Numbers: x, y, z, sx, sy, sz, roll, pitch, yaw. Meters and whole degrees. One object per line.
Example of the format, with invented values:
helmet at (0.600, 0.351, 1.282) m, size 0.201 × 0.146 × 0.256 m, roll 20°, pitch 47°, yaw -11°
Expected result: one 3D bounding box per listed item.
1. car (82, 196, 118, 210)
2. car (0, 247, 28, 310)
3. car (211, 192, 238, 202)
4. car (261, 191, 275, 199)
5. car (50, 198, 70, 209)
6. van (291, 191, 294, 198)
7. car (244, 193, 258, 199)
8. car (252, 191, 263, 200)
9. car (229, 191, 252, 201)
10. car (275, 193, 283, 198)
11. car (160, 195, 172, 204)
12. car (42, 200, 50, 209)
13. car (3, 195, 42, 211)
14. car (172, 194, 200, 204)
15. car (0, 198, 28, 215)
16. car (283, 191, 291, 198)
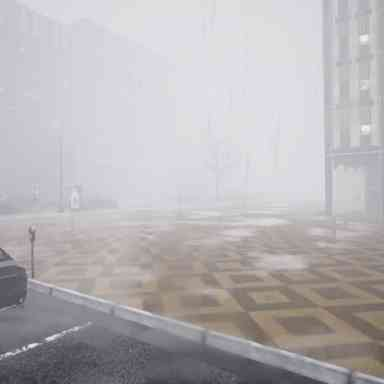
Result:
car at (-10.267, 1.186, 37.292) m, size 1.967 × 1.590 × 4.097 m, roll -1°, pitch 0°, yaw 36°
car at (-4.979, 1.553, 6.595) m, size 4.403 × 1.369 × 2.008 m, roll 0°, pitch -1°, yaw 35°
car at (5.936, 1.093, 59.681) m, size 2.008 × 1.369 × 4.403 m, roll -1°, pitch 0°, yaw 36°
car at (15.655, 0.741, 73.115) m, size 2.192 × 1.841 × 5.009 m, roll -1°, pitch 0°, yaw 36°
car at (-14.509, 1.304, 41.314) m, size 1.882 × 1.535 × 5.008 m, roll -1°, pitch 0°, yaw 36°
van at (25.378, 0.655, 86.549) m, size 1.690 × 1.788 × 3.998 m, roll -1°, pitch 0°, yaw 36°
car at (15.352, 1.041, 86.985) m, size 1.947 × 1.339 × 4.313 m, roll -1°, pitch 0°, yaw 36°
car at (12.418, 1.046, 68.637) m, size 1.802 × 1.307 × 4.206 m, roll -1°, pitch 0°, yaw 36°
car at (9.177, 1.048, 64.159) m, size 1.887 × 1.381 × 4.507 m, roll -1°, pitch 0°, yaw 36°
car at (18.898, 0.938, 77.593) m, size 2.008 × 1.369 × 4.403 m, roll -1°, pitch 0°, yaw 36°
car at (-3.471, 1.211, 56.483) m, size 1.812 × 1.442 × 4.674 m, roll -1°, pitch 0°, yaw 36°
car at (-17.054, 1.415, 42.206) m, size 1.887 × 1.381 × 4.507 m, roll -1°, pitch 0°, yaw 36°
car at (-20.297, 1.228, 37.728) m, size 2.192 × 1.841 × 5.009 m, roll -1°, pitch 0°, yaw 36°
car at (-0.546, 1.062, 50.725) m, size 1.967 × 1.590 × 4.097 m, roll -1°, pitch 0°, yaw 36°
car at (-16.747, 1.413, 28.335) m, size 1.802 × 1.307 × 4.206 m, roll -1°, pitch 0°, yaw 36°
car at (22.140, 0.932, 82.071) m, size 1.802 × 1.307 × 4.206 m, roll -1°, pitch 0°, yaw 36°
